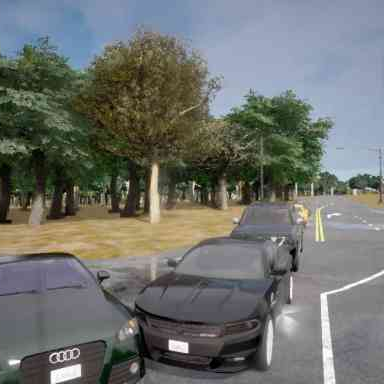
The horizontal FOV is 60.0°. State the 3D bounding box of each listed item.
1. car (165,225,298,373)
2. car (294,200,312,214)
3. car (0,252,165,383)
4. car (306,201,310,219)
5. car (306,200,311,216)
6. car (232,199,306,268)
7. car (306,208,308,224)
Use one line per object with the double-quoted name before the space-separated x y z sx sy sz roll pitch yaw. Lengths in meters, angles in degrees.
"car" 0.754 1.612 6.206 1.882 1.535 5.008 -1 -2 21
"car" 13.398 1.743 40.070 1.812 1.442 4.674 -1 0 21
"car" -2.294 1.642 4.914 1.994 1.385 4.181 1 -2 -33
"car" 7.285 1.661 23.992 1.882 1.535 5.008 -1 0 21
"car" 9.354 1.721 29.493 1.812 1.442 4.674 -1 0 21
"car" 2.887 1.458 12.343 2.150 2.045 5.566 -2 0 21
"car" 5.125 1.772 18.242 1.895 1.301 4.718 -1 0 21
